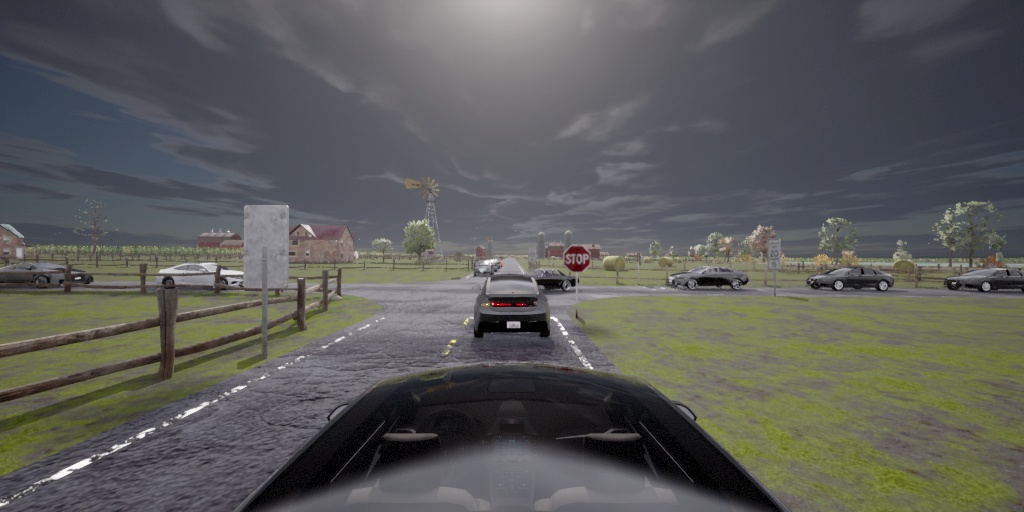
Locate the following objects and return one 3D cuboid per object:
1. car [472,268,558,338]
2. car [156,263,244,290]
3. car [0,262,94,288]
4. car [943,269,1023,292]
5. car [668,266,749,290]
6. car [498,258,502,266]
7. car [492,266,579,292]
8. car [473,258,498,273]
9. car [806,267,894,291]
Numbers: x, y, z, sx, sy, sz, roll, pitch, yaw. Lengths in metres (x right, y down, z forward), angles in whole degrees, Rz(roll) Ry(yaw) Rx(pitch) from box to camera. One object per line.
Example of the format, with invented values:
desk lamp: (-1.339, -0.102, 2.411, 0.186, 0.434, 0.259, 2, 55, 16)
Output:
car: (-0.070, 1.256, 10.239, 1.837, 1.490, 4.892, 0, 0, -3)
car: (-17.236, 1.103, 20.204, 4.674, 1.442, 1.812, 1, -1, -1)
car: (-26.356, 1.048, 20.086, 4.181, 1.385, 1.994, 1, -1, -1)
car: (31.712, 1.587, 23.791, 4.892, 1.490, 1.837, 1, -1, -1)
car: (12.808, 1.397, 23.508, 4.902, 1.511, 2.128, 1, -1, -2)
car: (-2.832, 1.241, 46.373, 2.128, 1.511, 4.902, 0, 0, 0)
car: (1.507, 1.369, 20.284, 4.718, 1.301, 1.895, 1, 0, -35)
car: (-2.843, 1.243, 36.927, 2.128, 1.511, 4.902, 0, 0, 0)
car: (22.209, 1.499, 23.674, 4.892, 1.490, 1.837, 1, -1, -1)
